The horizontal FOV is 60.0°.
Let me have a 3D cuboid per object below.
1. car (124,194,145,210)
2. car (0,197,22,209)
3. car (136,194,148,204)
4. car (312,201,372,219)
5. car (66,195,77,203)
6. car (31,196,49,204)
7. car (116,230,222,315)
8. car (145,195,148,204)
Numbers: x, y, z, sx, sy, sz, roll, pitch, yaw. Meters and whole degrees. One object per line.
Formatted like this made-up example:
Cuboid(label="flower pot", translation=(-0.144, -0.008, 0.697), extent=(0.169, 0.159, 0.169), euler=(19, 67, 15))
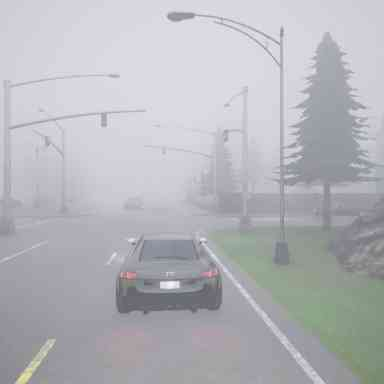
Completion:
Cuboid(label="car", translation=(-7.608, 1.352, 43.092), extent=(2.097, 1.767, 4.553), euler=(0, 0, -5))
Cuboid(label="car", translation=(-21.330, 1.340, 38.409), extent=(2.007, 1.523, 4.514), euler=(0, 0, -5))
Cuboid(label="car", translation=(-9.477, 1.352, 63.152), extent=(2.097, 1.767, 4.553), euler=(0, 0, -5))
Cuboid(label="car", translation=(12.716, 1.492, 28.334), extent=(4.902, 1.511, 2.128), euler=(0, 0, -7))
Cuboid(label="car", translation=(-23.555, 1.374, 64.347), extent=(1.845, 1.501, 3.633), euler=(0, 0, -5))
Cuboid(label="car", translation=(-25.893, 1.384, 56.700), extent=(1.970, 1.475, 3.806), euler=(0, 0, -5))
Cuboid(label="car", translation=(-0.556, 1.564, 7.701), extent=(1.994, 1.385, 4.181), euler=(0, 0, -5))
Cuboid(label="car", translation=(-8.538, 1.564, 52.942), extent=(1.994, 1.385, 4.181), euler=(0, 0, -5))
